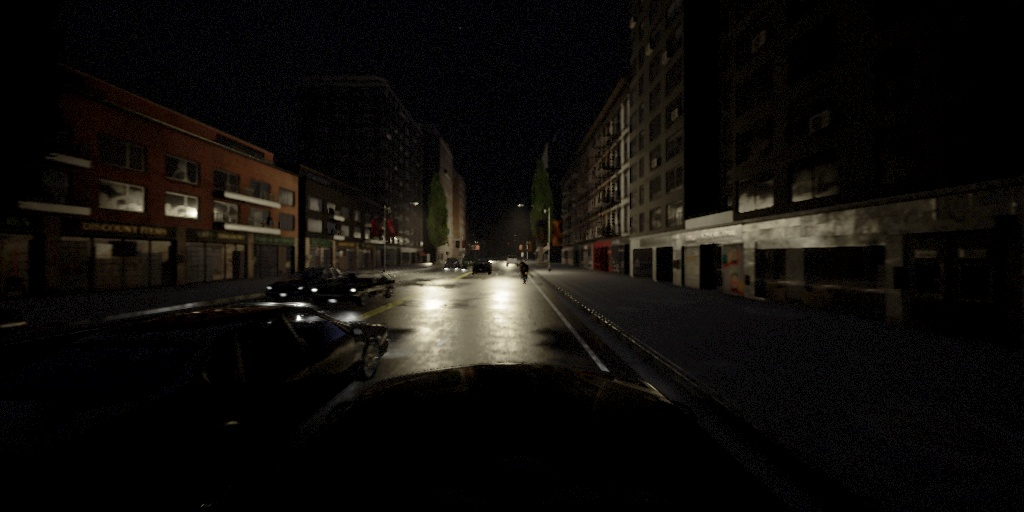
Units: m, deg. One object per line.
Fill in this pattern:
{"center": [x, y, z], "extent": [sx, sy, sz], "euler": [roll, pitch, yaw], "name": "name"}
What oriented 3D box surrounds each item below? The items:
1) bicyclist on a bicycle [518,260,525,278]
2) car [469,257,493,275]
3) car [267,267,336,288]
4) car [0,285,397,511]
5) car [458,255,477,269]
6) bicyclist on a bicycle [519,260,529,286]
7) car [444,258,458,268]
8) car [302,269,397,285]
{"center": [0.899, 1.178, 33.033], "extent": [0.582, 1.620, 1.656], "euler": [0, 0, 0], "name": "bicyclist on a bicycle"}
{"center": [-3.145, 1.198, 38.646], "extent": [1.882, 1.535, 5.008], "euler": [0, 0, 0], "name": "car"}
{"center": [-9.847, 1.287, 18.082], "extent": [2.033, 1.411, 5.357], "euler": [0, 0, 0], "name": "car"}
{"center": [-3.150, 1.296, 4.118], "extent": [2.033, 1.411, 5.357], "euler": [0, 0, 0], "name": "car"}
{"center": [-6.542, 0.918, 56.414], "extent": [2.150, 2.045, 5.566], "euler": [0, 0, 1], "name": "car"}
{"center": [0.897, 1.187, 24.028], "extent": [0.582, 1.620, 1.656], "euler": [0, 0, 0], "name": "bicyclist on a bicycle"}
{"center": [-9.776, 1.049, 59.159], "extent": [2.097, 1.767, 4.553], "euler": [0, 0, 1], "name": "car"}
{"center": [-6.597, 1.342, 15.417], "extent": [1.895, 1.301, 4.718], "euler": [0, 0, 0], "name": "car"}
